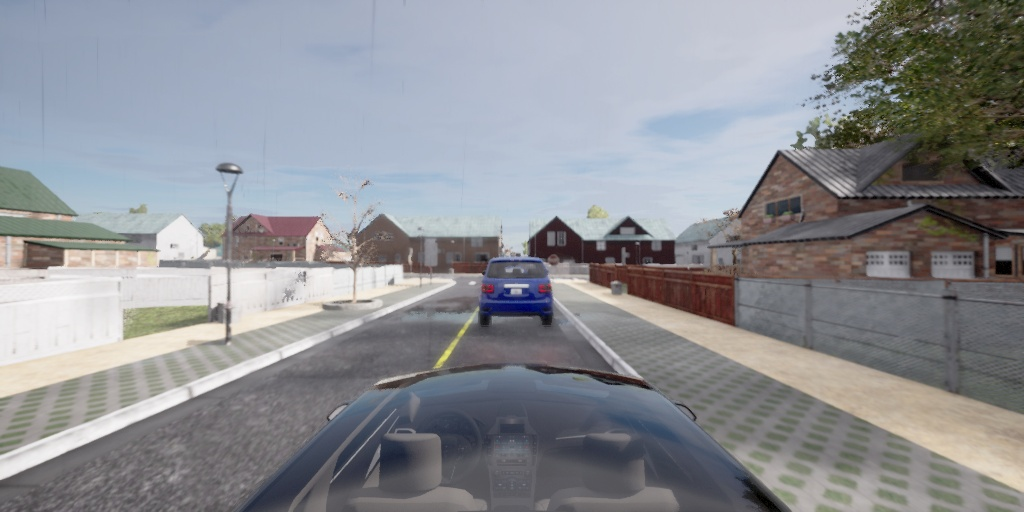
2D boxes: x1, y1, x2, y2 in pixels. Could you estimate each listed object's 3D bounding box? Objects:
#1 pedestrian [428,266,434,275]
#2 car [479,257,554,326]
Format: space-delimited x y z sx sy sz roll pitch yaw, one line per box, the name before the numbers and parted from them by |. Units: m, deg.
pedestrian | -9.275 1.181 40.829 0.375 1.860 0.375 0 -1 1
car | 0.122 1.072 12.225 2.150 2.045 5.566 0 -1 0
